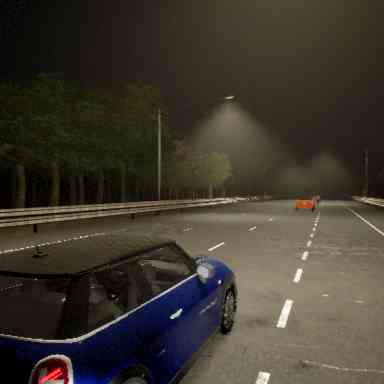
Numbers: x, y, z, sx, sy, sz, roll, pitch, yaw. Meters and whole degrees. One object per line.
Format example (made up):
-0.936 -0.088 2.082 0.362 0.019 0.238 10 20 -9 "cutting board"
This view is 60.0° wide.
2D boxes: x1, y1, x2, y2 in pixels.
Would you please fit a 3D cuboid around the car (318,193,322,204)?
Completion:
24.716 1.425 67.509 2.097 1.767 4.553 0 0 22 "car"

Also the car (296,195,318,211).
14.403 1.366 42.077 2.097 1.767 4.553 0 0 22 "car"

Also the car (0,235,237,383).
-0.885 1.351 4.377 2.097 1.767 4.553 0 0 22 "car"
